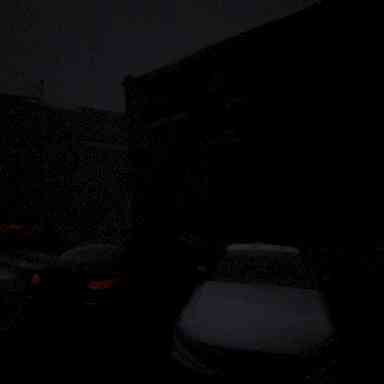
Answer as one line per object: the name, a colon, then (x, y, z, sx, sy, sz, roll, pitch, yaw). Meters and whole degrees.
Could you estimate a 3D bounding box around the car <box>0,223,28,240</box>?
car: (-8.660, 1.469, 12.497, 1.946, 1.575, 5.366, 0, -1, 15)

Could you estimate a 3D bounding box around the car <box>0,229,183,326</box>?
car: (-1.335, 1.520, 7.062, 2.002, 1.452, 4.674, 0, -1, 16)

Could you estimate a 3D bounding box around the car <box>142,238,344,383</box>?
car: (1.131, 1.524, 5.303, 2.002, 1.452, 4.674, 1, -1, 16)
